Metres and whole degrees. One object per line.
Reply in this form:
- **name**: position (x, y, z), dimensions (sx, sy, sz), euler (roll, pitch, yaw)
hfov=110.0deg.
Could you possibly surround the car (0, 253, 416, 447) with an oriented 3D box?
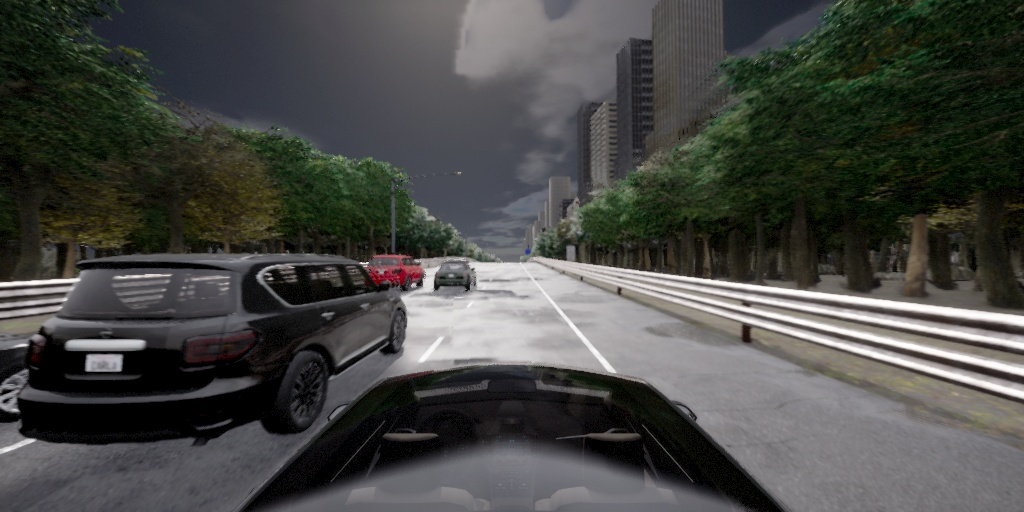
- **car**: position (-3.398, 0.995, 5.671), dimensions (2.150, 2.045, 5.566), euler (0, 0, 0)

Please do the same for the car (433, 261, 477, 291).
- **car**: position (-3.388, 1.103, 22.116), dimensions (2.097, 1.767, 4.553), euler (0, 0, 0)

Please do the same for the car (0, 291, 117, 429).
- **car**: position (-6.901, 1.263, 2.974), dimensions (1.837, 1.490, 4.892), euler (0, 0, 0)

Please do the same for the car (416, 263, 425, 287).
- **car**: position (-6.889, 0.975, 21.602), dimensions (2.150, 2.045, 5.566), euler (0, 0, 0)
